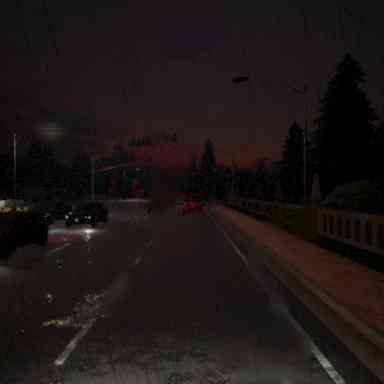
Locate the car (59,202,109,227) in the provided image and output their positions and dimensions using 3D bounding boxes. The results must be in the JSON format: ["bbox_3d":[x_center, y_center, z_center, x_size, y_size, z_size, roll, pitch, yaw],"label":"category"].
[{"bbox_3d":[-7.086,1.494,22.846,1.837,1.490,4.892,0,0,0],"label":"car"}]

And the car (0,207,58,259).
[{"bbox_3d":[-7.090,1.520,12.753,1.812,1.442,4.674,0,0,0],"label":"car"}]

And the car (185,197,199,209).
[{"bbox_3d":[0.051,1.505,46.079,1.812,1.442,4.674,0,0,2],"label":"car"}]

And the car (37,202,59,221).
[{"bbox_3d":[-10.509,1.511,24.718,1.882,1.535,5.008,0,0,0],"label":"car"}]

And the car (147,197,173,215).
[{"bbox_3d":[-3.409,1.532,33.903,2.033,1.411,5.357,0,0,0],"label":"car"}]

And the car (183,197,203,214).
[{"bbox_3d":[0.088,1.335,35.601,2.097,1.767,4.553,0,0,0],"label":"car"}]
